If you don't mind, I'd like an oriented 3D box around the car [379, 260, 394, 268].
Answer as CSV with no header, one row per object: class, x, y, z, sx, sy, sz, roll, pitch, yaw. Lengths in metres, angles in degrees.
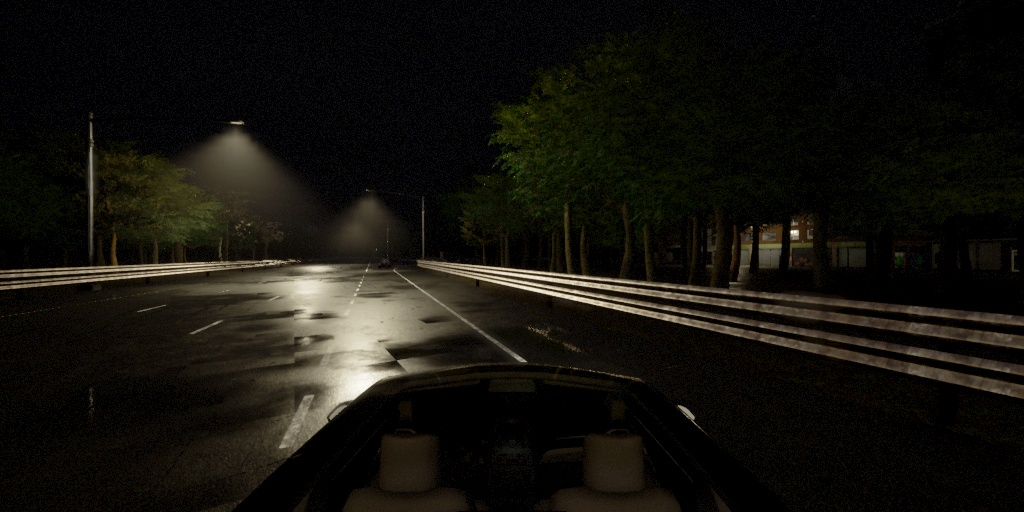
car,-20.618,1.292,58.837,2.033,1.411,5.357,0,0,-12
